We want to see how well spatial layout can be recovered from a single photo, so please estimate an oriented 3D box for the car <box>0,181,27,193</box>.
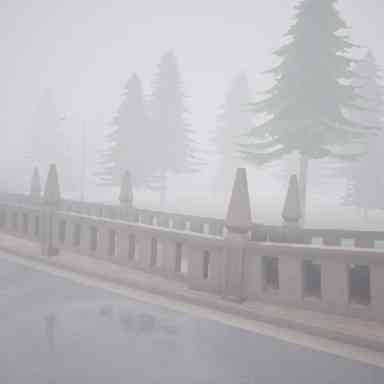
[{"bbox_3d":[-21.258,-0.474,37.413,1.882,1.535,5.008,4,3,37],"label":"car"}]
